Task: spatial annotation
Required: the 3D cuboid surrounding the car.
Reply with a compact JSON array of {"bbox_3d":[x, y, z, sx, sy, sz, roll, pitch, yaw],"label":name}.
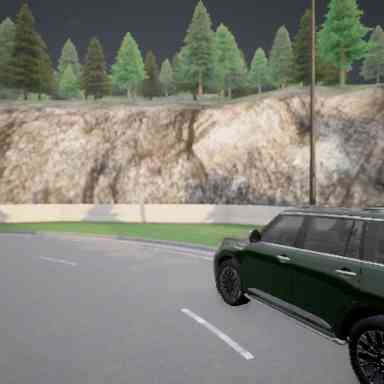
[{"bbox_3d":[2.381,1.215,5.321,2.150,2.045,5.566,1,0,-23],"label":"car"}]
